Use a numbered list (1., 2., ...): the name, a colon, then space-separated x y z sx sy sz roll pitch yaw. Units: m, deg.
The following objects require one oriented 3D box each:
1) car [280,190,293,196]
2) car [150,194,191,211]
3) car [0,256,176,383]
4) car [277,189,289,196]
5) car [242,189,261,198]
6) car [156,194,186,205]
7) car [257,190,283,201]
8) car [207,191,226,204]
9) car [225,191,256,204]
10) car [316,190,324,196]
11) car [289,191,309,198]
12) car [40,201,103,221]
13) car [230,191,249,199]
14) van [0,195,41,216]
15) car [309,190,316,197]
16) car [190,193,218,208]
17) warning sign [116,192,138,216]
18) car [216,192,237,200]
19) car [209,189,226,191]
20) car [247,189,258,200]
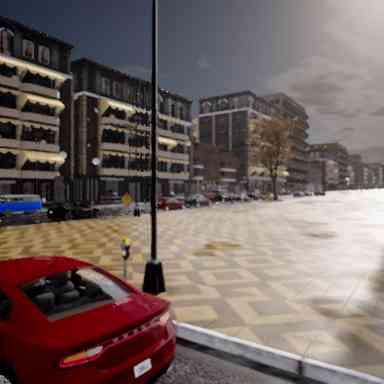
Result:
1. car: 25.449 0.247 89.481 1.887 1.381 4.507 1 2 35
2. car: -2.419 1.224 34.287 1.887 1.381 4.507 1 2 35
3. car: -2.294 1.562 4.495 4.507 1.381 1.887 0 0 35
4. car: 22.290 0.103 84.890 2.192 1.841 5.009 1 2 35
5. car: 12.809 0.358 71.135 2.192 1.841 5.009 1 2 35
6. car: -2.996 1.038 48.215 1.947 1.339 4.313 1 2 35
7. car: 13.482 0.770 57.353 1.752 1.417 4.829 1 2 35
8. car: 4.525 0.918 49.058 1.837 1.490 4.892 0 0 35
9. car: 7.063 0.970 48.043 2.008 1.369 4.403 1 2 35
10. car: 32.349 0.176 84.722 1.967 1.590 4.097 1 2 35
11. car: 22.867 0.542 70.970 2.008 1.369 4.403 1 2 35
12. car: -8.740 1.420 25.118 1.947 1.339 4.313 1 2 35
13. car: 9.550 0.656 66.414 1.752 1.417 4.829 1 2 35
14. van: -15.637 1.161 29.869 1.690 1.788 3.998 1 2 35
15. car: 26.027 0.457 75.553 2.008 1.369 4.403 1 2 35
16. car: 0.742 1.143 38.872 2.008 1.369 4.403 1 2 35
17. warning sign: -5.127 0.932 26.212 1.300 1.860 1.060 -1 0 35
18. car: 6.485 0.779 61.971 1.947 1.339 4.313 1 2 35
19. car: 3.642 0.584 53.176 2.150 2.045 5.566 0 1 35
20. car: 10.967 0.733 58.465 2.128 1.511 4.902 0 1 35
